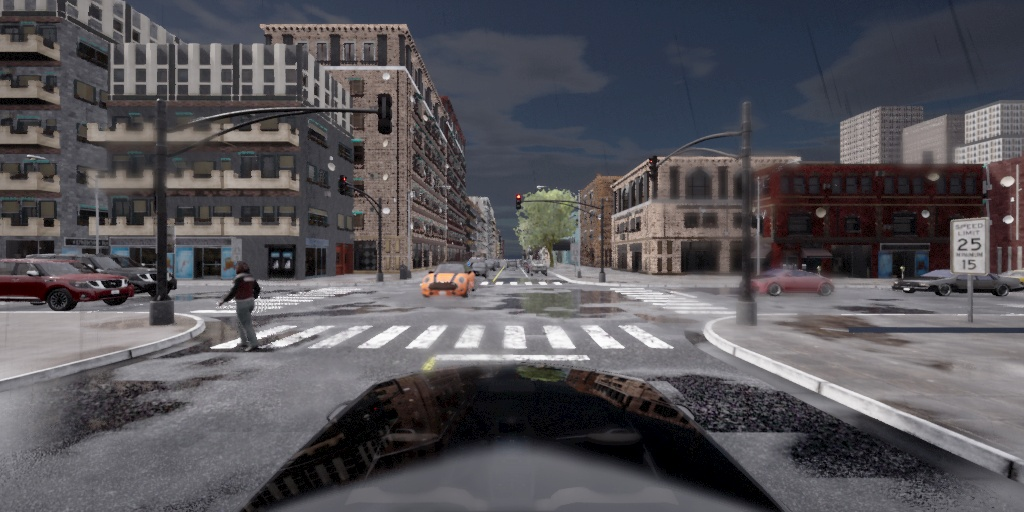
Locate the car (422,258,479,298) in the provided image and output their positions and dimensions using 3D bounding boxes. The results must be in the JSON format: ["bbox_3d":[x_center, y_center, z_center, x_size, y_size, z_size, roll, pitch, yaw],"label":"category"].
[{"bbox_3d":[-3.100,1.107,18.318,2.097,1.767,4.553,0,0,0],"label":"car"}]

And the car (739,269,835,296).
[{"bbox_3d":[14.720,1.387,19.335,4.181,1.385,1.994,0,0,0],"label":"car"}]

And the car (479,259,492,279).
[{"bbox_3d":[-3.097,1.277,32.763,1.837,1.490,4.892,0,0,0],"label":"car"}]

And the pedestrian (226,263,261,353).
[{"bbox_3d":[-5.594,1.044,7.498,0.375,1.860,0.375,0,0,0],"label":"pedestrian"}]

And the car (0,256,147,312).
[{"bbox_3d":[-17.276,1.013,13.321,5.009,1.841,2.192,0,0,0],"label":"car"}]

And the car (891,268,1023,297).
[{"bbox_3d":[24.021,1.412,19.401,5.357,1.411,2.033,0,0,0],"label":"car"}]

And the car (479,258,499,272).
[{"bbox_3d":[-3.091,1.302,47.763,1.837,1.490,4.892,0,0,0],"label":"car"}]

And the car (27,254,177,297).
[{"bbox_3d":[-18.309,0.917,15.901,5.566,2.045,2.150,0,0,0],"label":"car"}]

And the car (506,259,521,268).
[{"bbox_3d":[0.005,1.319,63.395,2.128,1.511,4.902,0,0,0],"label":"car"}]

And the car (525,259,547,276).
[{"bbox_3d":[2.693,1.330,37.038,2.007,1.370,4.403,0,0,0],"label":"car"}]

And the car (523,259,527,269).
[{"bbox_3d":[2.694,1.228,42.735,1.967,1.591,4.097,0,0,0],"label":"car"}]
